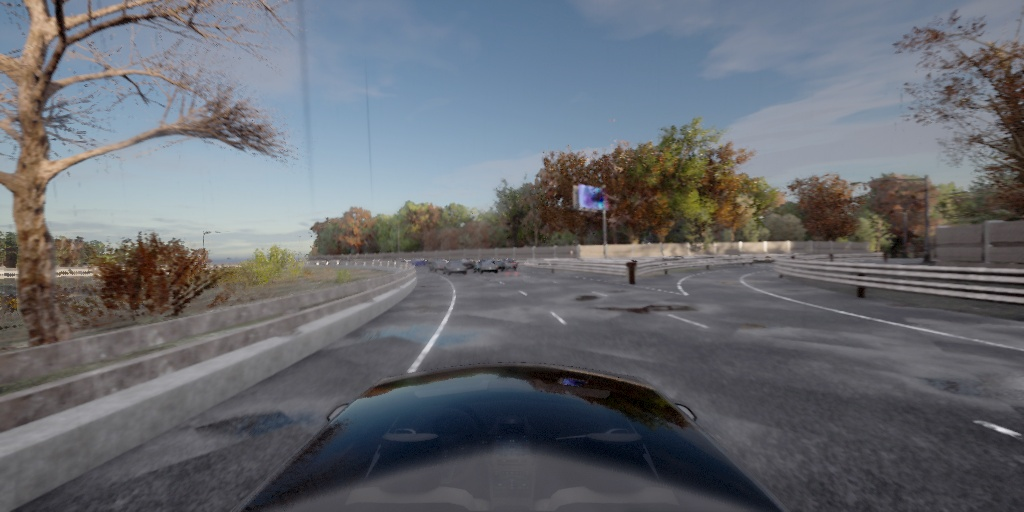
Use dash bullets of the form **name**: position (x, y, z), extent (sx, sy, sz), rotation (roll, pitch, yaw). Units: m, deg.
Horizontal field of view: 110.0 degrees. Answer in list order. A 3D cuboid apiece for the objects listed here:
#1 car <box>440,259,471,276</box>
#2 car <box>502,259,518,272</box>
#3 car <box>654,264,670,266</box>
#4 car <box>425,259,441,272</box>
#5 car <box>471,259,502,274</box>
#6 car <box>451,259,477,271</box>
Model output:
- **car**: position (-5.994, 1.283, 37.654), extent (1.994, 1.385, 4.181), rotation (-1, 0, -20)
- **car**: position (-0.905, 1.084, 44.111), extent (2.128, 1.511, 4.902), rotation (-1, 0, -21)
- **car**: position (20.905, 0.678, 47.401), extent (4.674, 1.442, 1.812), rotation (-1, 0, 5)
- **car**: position (-9.282, 1.297, 45.891), extent (2.033, 1.411, 5.357), rotation (-1, 0, -24)
- **car**: position (-2.935, 1.215, 39.496), extent (1.994, 1.385, 4.181), rotation (-1, 0, -20)
- **car**: position (-6.527, 1.163, 48.228), extent (1.882, 1.535, 5.008), rotation (-1, 1, -26)
